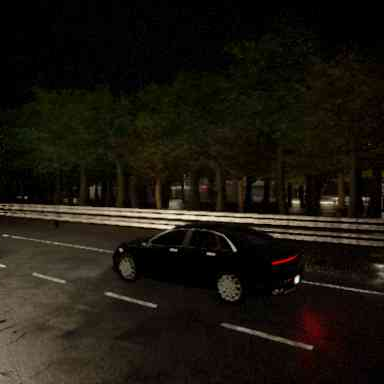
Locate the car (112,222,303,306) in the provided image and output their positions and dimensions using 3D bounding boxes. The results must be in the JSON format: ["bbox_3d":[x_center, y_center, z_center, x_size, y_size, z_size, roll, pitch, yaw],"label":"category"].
[{"bbox_3d":[0.128,1.506,8.078,4.892,1.490,1.837,0,0,36],"label":"car"}]
